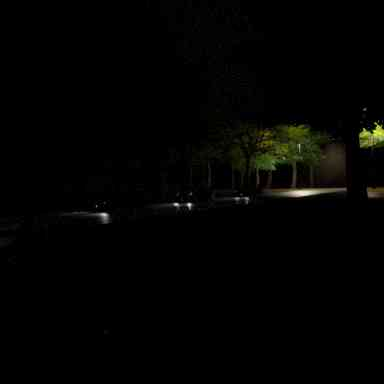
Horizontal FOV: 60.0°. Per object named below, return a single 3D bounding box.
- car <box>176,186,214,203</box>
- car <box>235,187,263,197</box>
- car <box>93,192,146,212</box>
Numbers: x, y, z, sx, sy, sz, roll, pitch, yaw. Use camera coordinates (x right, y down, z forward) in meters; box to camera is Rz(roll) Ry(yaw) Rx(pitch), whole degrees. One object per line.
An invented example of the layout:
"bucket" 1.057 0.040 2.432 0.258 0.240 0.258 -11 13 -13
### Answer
"car" 0.336 0.148 35.083 2.097 1.767 4.553 -1 2 38
"car" 7.691 -0.062 44.600 1.895 1.301 4.718 -1 2 38
"car" -5.801 0.717 27.119 1.812 1.442 4.674 -1 2 39
